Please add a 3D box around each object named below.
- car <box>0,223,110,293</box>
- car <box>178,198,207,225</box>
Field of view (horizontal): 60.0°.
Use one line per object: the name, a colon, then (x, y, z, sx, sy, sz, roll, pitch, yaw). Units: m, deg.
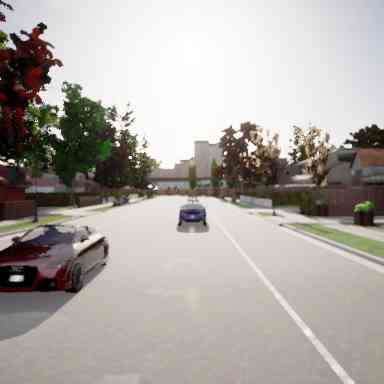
car: (-3.521, 1.540, 8.667, 1.994, 1.385, 4.181, 0, 0, 0)
car: (0.052, 1.408, 23.455, 1.882, 1.535, 5.008, 0, 0, 0)
